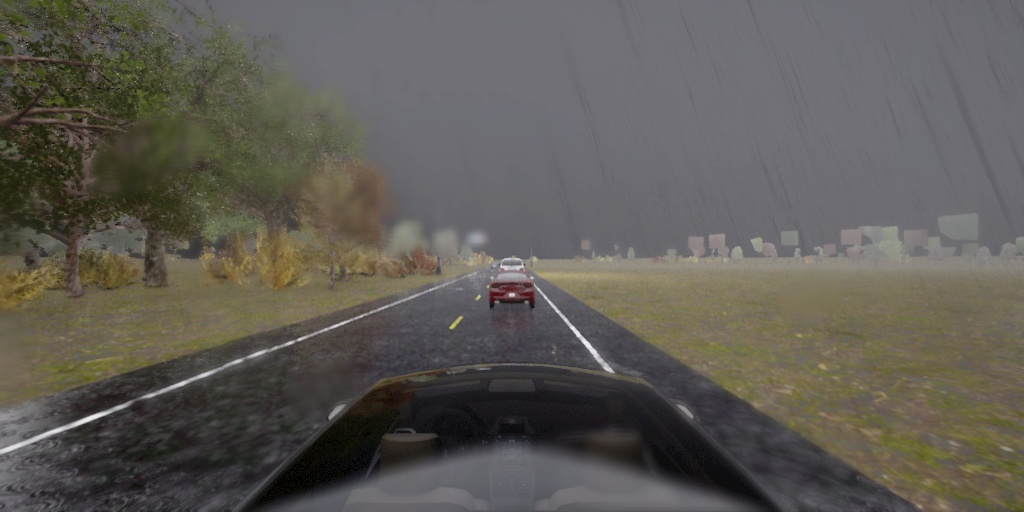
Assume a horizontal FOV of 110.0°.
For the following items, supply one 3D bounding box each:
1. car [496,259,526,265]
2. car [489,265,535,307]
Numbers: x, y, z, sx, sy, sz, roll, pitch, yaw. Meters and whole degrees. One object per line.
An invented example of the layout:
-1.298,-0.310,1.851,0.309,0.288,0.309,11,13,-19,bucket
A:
0.002,1.242,30.884,2.150,2.045,5.566,0,0,0,car
0.006,1.366,16.322,1.882,1.535,5.008,0,0,0,car
